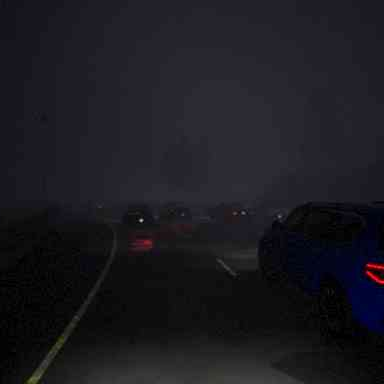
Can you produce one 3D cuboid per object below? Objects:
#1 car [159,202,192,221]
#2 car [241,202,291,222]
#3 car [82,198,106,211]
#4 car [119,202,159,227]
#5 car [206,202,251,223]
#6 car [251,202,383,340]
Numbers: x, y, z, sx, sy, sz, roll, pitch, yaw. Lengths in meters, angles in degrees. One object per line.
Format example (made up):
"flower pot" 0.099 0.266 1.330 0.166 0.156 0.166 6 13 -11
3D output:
"car" -1.431 1.485 26.604 1.812 1.442 4.674 0 0 -19
"car" 5.849 1.535 26.946 1.895 1.301 4.718 0 0 -18
"car" -11.800 1.498 40.181 1.812 1.442 4.674 0 0 -31
"car" -3.809 1.479 22.735 1.837 1.490 4.892 0 0 -17
"car" 2.771 1.495 25.281 2.033 1.411 5.357 0 0 -18
"car" 3.043 1.199 6.695 2.150 2.045 5.566 0 0 -5
